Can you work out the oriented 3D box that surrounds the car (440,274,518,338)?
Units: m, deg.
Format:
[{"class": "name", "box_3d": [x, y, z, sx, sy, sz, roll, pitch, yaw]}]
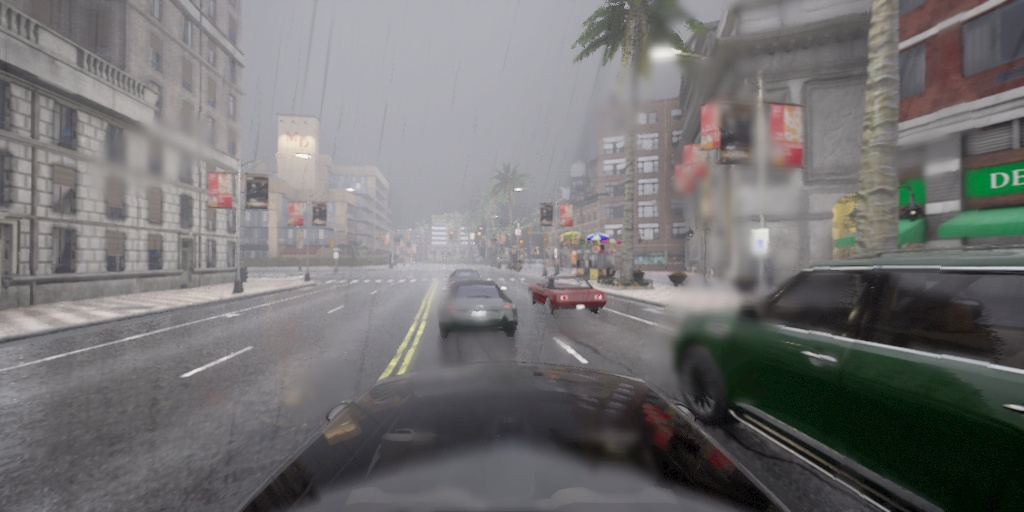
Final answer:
[{"class": "car", "box_3d": [-1.050, 1.386, 10.541, 1.994, 1.385, 4.181, 0, -1, -8]}]

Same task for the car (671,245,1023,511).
[{"class": "car", "box_3d": [3.378, 0.968, 2.660, 2.150, 2.045, 5.566, 0, -1, -2]}]

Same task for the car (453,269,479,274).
[{"class": "car", "box_3d": [-2.676, 1.454, 20.659, 2.033, 1.411, 5.357, 0, 0, -10]}]

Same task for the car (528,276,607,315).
[{"class": "car", "box_3d": [1.956, 1.448, 14.258, 1.895, 1.301, 4.718, 0, 0, -9]}]
